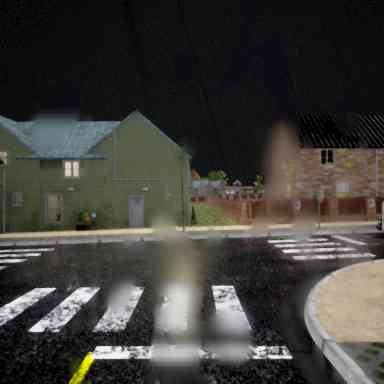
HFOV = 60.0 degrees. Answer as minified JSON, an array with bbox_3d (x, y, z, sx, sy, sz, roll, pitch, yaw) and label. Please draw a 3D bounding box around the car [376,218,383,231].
[{"bbox_3d":[10.720,1.113,13.845,5.357,1.411,2.033,-2,0,-1],"label":"car"}]
